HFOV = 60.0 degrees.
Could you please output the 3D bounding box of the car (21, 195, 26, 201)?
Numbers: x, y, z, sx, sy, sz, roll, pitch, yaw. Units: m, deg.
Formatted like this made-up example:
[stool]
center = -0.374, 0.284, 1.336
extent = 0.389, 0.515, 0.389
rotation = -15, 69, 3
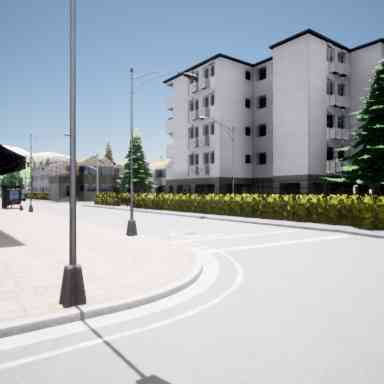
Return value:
[car]
center = -38.344, 1.334, 74.086
extent = 1.994, 1.385, 4.181
rotation = 0, 0, -36
